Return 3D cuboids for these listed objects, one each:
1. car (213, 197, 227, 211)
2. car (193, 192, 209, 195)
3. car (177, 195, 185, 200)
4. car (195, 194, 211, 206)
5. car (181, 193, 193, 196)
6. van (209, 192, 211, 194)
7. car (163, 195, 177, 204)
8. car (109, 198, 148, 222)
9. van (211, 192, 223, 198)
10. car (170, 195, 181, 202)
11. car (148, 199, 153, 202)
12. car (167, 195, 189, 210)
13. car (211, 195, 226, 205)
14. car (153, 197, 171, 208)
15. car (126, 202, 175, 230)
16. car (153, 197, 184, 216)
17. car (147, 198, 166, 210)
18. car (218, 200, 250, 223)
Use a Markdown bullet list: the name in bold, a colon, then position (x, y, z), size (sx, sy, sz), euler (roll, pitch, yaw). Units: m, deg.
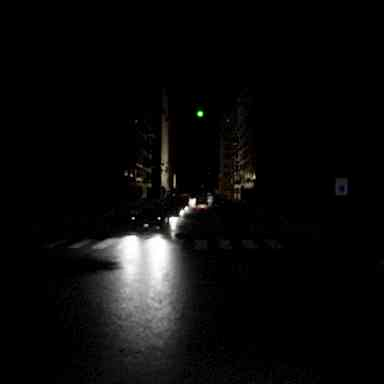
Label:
- **car**: position (3.537, 1.477, 35.694), size (1.802, 1.307, 4.206), euler (0, 0, 2)
- **car**: position (1.754, 1.314, 62.520), size (2.128, 1.511, 4.902), euler (0, 0, 2)
- **car**: position (-2.903, 1.349, 85.521), size (1.802, 1.307, 4.206), euler (0, 0, 2)
- **car**: position (1.497, 1.449, 51.242), size (1.895, 1.301, 4.718), euler (0, 0, 2)
- **car**: position (-1.426, 1.337, 50.743), size (2.128, 1.511, 4.902), euler (0, 0, 2)
- **van**: position (4.239, 1.177, 57.724), size (1.690, 1.788, 3.998), euler (0, 0, 2)
- **car**: position (-3.782, 1.265, 57.980), size (1.967, 1.590, 4.097), euler (0, 0, 2)
- **car**: position (-4.835, 1.360, 24.933), size (1.967, 1.590, 4.097), euler (0, 0, 2)
- **van**: position (3.888, 1.204, 46.709), size (1.690, 1.788, 3.998), euler (0, 0, 2)
- **car**: position (-3.430, 1.352, 68.997), size (2.008, 1.369, 4.403), euler (0, 0, 2)
- **car**: position (-4.659, 1.341, 30.441), size (1.967, 1.590, 4.097), euler (0, 0, 2)
- **car**: position (-1.790, 1.437, 40.670), size (1.994, 1.385, 4.181), euler (0, 0, 2)
- **car**: position (3.712, 1.444, 41.202), size (1.947, 1.339, 4.313), euler (0, 0, 2)
- **car**: position (-4.133, 1.403, 46.965), size (2.008, 1.369, 4.403), euler (0, 0, 2)
- **car**: position (-2.449, 1.538, 20.741), size (1.895, 1.301, 4.718), euler (0, 0, 3)
- **car**: position (-2.108, 1.468, 30.690), size (1.994, 1.385, 4.181), euler (0, 0, 2)
- **car**: position (-4.308, 1.449, 41.457), size (1.802, 1.307, 4.206), euler (0, 0, 2)
- **car**: position (3.185, 1.497, 24.677), size (1.947, 1.339, 4.313), euler (0, 0, 2)
